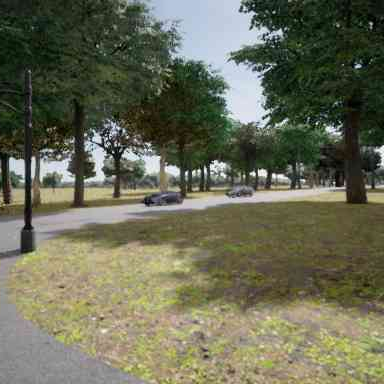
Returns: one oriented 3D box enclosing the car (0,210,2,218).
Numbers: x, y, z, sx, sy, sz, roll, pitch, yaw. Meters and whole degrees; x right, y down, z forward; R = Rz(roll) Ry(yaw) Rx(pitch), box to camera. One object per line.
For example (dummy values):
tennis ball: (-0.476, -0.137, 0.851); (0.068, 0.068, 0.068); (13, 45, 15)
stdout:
car: (-11.788, 1.145, 16.136); (2.128, 1.511, 4.902); (-1, 1, 18)

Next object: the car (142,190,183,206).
car: (-2.736, 0.543, 31.216); (1.994, 1.385, 4.181); (-1, 2, 38)

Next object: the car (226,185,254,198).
car: (6.150, -0.089, 42.732); (2.128, 1.511, 4.902); (-1, 2, 38)
